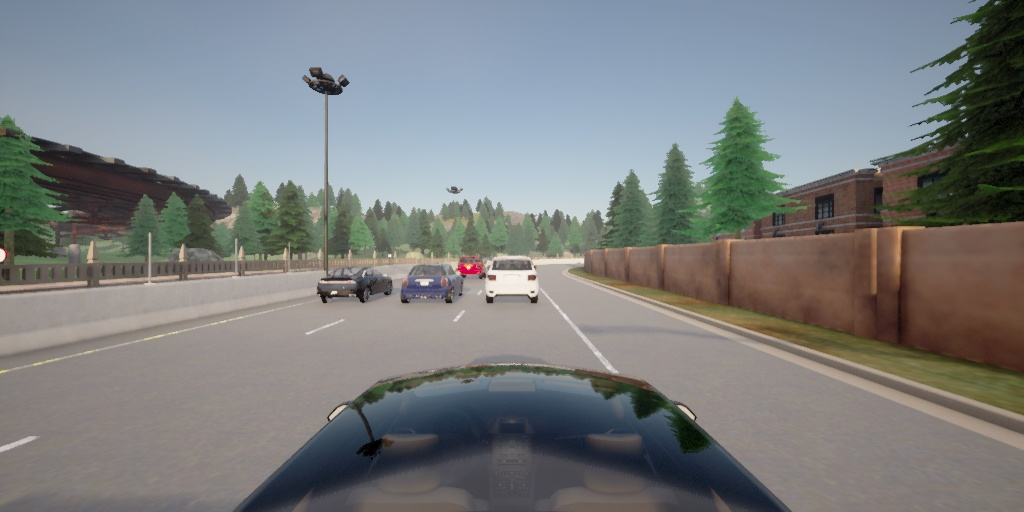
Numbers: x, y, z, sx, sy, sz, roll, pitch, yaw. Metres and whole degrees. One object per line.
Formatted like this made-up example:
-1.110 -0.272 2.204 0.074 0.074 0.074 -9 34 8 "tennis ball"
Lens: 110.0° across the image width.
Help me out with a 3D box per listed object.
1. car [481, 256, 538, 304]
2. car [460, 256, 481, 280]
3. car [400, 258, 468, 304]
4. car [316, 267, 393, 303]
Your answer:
0.000 1.005 16.530 2.150 2.045 5.566 0 0 0 "car"
-3.500 1.005 31.530 2.150 2.045 5.566 0 0 0 "car"
-3.500 1.113 16.470 2.097 1.767 4.553 0 0 0 "car"
-7.000 1.242 16.500 2.128 1.511 4.902 0 0 0 "car"
